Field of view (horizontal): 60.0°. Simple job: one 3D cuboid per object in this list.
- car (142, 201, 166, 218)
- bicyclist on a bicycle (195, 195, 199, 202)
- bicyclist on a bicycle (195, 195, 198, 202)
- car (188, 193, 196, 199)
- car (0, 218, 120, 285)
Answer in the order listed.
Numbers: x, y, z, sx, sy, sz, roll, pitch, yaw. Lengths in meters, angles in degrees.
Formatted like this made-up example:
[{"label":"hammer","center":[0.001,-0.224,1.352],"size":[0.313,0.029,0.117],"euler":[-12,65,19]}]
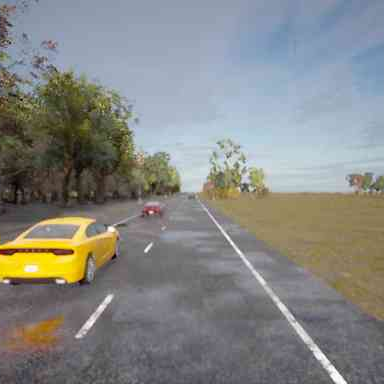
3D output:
[{"label":"car","center":[-3.395,1.504,29.897],"size":[1.812,1.442,4.674],"euler":[0,0,0]},{"label":"bicyclist on a bicycle","center":[0.970,1.391,66.387],"size":[0.866,1.612,1.509],"euler":[0,0,0]},{"label":"bicyclist on a bicycle","center":[0.979,1.402,75.350],"size":[0.582,1.620,1.656],"euler":[0,0,0]},{"label":"car","center":[0.020,1.161,93.495],"size":[2.097,1.767,4.553],"euler":[0,0,0]},{"label":"car","center":[-3.397,1.471,9.504],"size":[1.882,1.535,5.008],"euler":[0,0,0]}]
